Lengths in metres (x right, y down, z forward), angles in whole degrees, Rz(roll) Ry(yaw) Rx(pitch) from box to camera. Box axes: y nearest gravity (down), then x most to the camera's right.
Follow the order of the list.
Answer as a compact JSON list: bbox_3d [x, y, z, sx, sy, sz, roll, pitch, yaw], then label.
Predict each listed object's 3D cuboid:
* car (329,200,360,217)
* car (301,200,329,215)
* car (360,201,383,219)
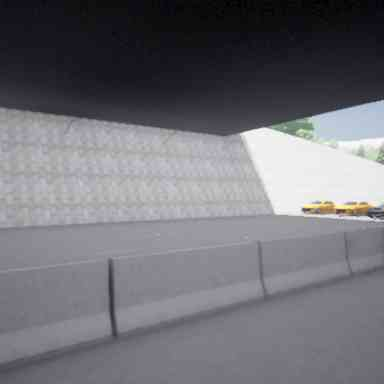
[{"bbox_3d":[15.889,1.557,32.478,5.008,1.535,1.882,0,0,-35],"label":"car"},{"bbox_3d":[13.544,1.556,35.105,5.008,1.535,1.882,0,0,-35],"label":"car"},{"bbox_3d":[17.368,1.626,29.240,5.357,1.411,2.033,0,0,-35],"label":"car"}]
